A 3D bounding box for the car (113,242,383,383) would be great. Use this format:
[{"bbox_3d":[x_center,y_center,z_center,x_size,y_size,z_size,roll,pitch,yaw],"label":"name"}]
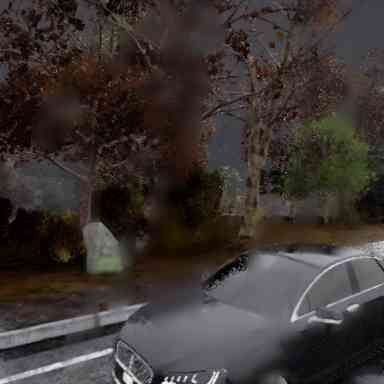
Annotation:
[{"bbox_3d":[1.376,1.532,4.540,4.892,1.490,1.837,1,0,-35],"label":"car"}]
